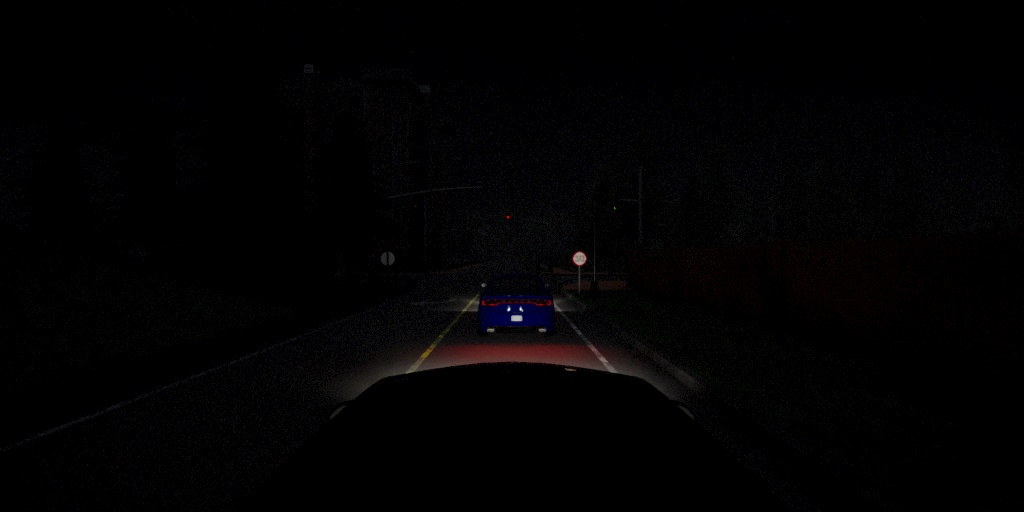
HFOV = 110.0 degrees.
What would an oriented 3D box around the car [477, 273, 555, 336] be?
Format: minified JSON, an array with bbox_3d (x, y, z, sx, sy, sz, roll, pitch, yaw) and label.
[{"bbox_3d":[0.098,1.228,10.415,1.882,1.535,5.008,0,0,0],"label":"car"}]
